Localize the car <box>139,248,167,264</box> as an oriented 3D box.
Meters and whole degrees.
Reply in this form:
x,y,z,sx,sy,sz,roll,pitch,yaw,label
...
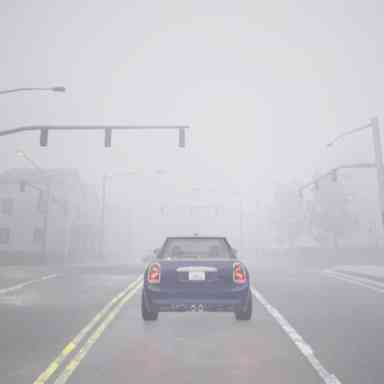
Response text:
x,y,z,sx,sy,sz,roll,pitch,yaw,label
-3.661,6.268,32.360,2.033,1.411,5.357,0,-12,0,car

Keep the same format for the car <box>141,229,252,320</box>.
x,y,z,sx,sy,sz,roll,pitch,yaw,label
0.085,1.802,8.205,2.097,1.767,4.553,0,-7,0,car
